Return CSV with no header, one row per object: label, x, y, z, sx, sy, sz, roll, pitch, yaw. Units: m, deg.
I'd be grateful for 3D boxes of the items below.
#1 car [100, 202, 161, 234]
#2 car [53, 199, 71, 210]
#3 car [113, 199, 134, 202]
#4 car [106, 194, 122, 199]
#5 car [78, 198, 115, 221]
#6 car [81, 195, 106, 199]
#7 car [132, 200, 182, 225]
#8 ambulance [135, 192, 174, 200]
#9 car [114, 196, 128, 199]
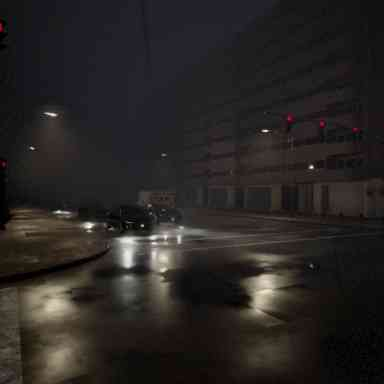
car,-3.833,1.568,20.010,1.837,1.490,4.892,1,0,-29
car,-17.501,1.634,44.684,2.128,1.511,4.902,1,0,-29
car,-6.799,1.691,32.597,1.994,1.385,4.181,1,0,-28
car,-15.440,1.492,62.748,2.150,2.045,5.566,1,0,-29
car,-8.380,1.568,28.215,1.882,1.535,5.008,1,0,-29
car,-13.826,1.391,45.264,2.150,2.045,5.566,1,-1,-29
car,-2.487,1.593,24.812,2.128,1.511,4.902,1,0,-29
ambulance,-4.169,1.191,35.253,2.351,2.431,6.366,1,0,-29
car,-10.446,1.790,53.854,2.033,1.411,5.357,1,0,-28
